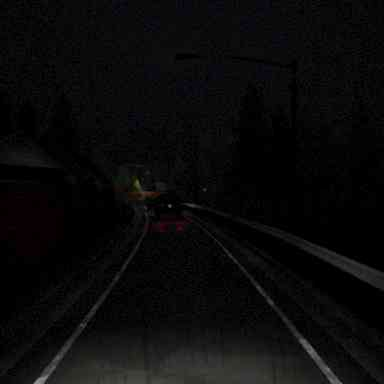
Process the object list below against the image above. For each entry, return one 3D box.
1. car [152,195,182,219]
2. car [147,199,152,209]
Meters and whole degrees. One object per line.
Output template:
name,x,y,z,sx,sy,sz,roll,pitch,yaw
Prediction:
car,-2.184,1.246,29.848,2.150,2.045,5.566,0,0,-9
car,-5.100,1.603,45.769,1.994,1.385,4.181,0,0,-12
